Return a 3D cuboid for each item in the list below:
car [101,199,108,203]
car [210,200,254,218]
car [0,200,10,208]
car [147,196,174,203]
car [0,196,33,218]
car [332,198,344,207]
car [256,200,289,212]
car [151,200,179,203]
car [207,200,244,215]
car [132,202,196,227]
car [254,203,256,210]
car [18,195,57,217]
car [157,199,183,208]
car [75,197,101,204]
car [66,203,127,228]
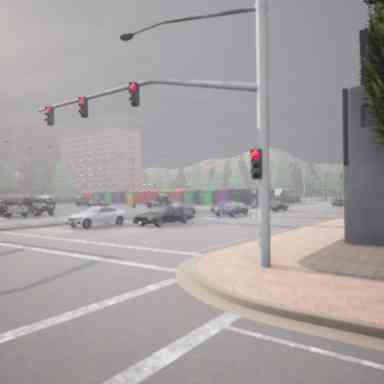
[{"bbox_3d":[-17.797,2.003,63.778,3.905,1.438,1.784,-1,-1,35],"label":"car"},{"bbox_3d":[4.127,1.723,33.364,1.812,1.442,4.674,-1,-1,37],"label":"car"},{"bbox_3d":[-36.531,2.191,63.398,3.905,1.438,1.784,-1,-1,35],"label":"car"},{"bbox_3d":[-5.211,1.578,51.351,3.866,1.878,1.905,-1,-1,35],"label":"car"},{"bbox_3d":[-18.231,1.575,32.978,4.605,1.855,1.932,-1,-1,35],"label":"car"},{"bbox_3d":[24.210,1.634,54.099,2.128,1.511,4.902,-1,-1,37],"label":"car"},{"bbox_3d":[10.430,1.741,41.798,2.033,1.411,5.357,-1,-1,37],"label":"car"},{"bbox_3d":[-1.470,1.768,31.712,1.812,1.442,4.674,-1,-1,37],"label":"car"},{"bbox_3d":[4.013,1.731,39.069,2.128,1.511,4.902,-1,-1,37],"label":"car"},{"bbox_3d":[-2.024,1.748,25.106,2.033,1.411,5.357,-1,-1,36],"label":"car"},{"bbox_3d":[10.358,1.783,47.506,2.033,1.411,5.357,-1,-1,37],"label":"car"},{"bbox_3d":[-16.515,1.577,35.310,3.866,1.878,1.905,-1,-1,35],"label":"car"},{"bbox_3d":[-3.528,1.817,53.706,3.806,1.475,1.970,-1,-1,35],"label":"car"},{"bbox_3d":[-19.525,1.794,61.452,4.605,1.855,1.932,-1,-1,35],"label":"car"},{"bbox_3d":[-6.863,1.770,24.374,1.812,1.442,4.674,-1,-1,38],"label":"car"}]
